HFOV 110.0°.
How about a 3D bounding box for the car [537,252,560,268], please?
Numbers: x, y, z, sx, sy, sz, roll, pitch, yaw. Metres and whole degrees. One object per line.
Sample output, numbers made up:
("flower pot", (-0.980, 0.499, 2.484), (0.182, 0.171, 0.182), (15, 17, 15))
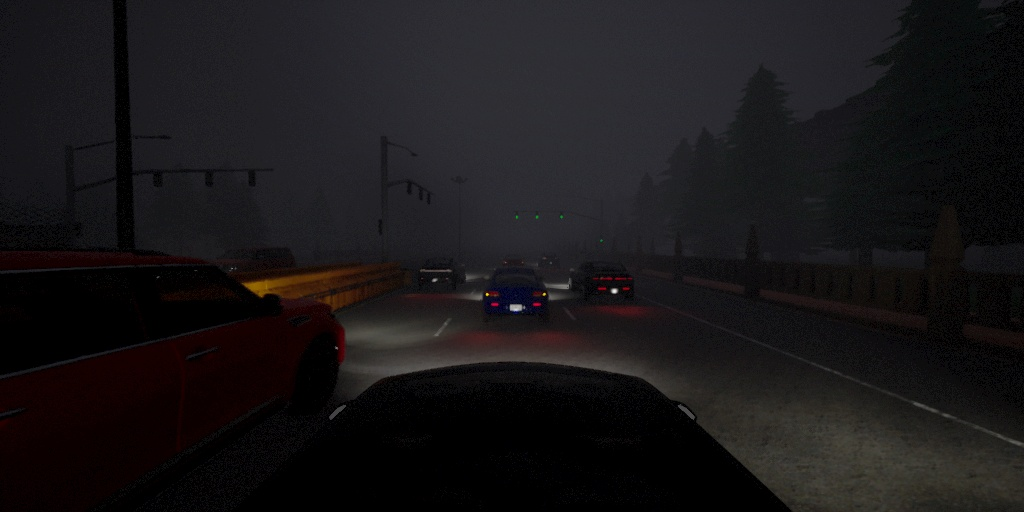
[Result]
("car", (3.606, 0.365, 35.599), (2.128, 1.511, 4.902), (0, 1, 0))

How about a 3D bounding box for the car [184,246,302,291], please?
("car", (-14.002, 0.513, 19.291), (2.150, 2.045, 5.566), (0, 1, 0))

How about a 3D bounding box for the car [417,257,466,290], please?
("car", (-3.504, 0.810, 18.375), (2.128, 1.511, 4.902), (0, 1, -2))

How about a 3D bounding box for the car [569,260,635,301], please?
("car", (3.602, 0.910, 15.011), (1.837, 1.490, 4.892), (0, 1, 0))

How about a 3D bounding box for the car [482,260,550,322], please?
("car", (0.099, 1.033, 11.078), (1.812, 1.442, 4.674), (0, 2, 0))

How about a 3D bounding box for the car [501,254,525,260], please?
("car", (0.105, 0.555, 29.537), (1.812, 1.442, 4.674), (0, 2, 0))

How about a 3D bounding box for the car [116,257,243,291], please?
("car", (-17.510, 0.839, 19.408), (2.033, 1.411, 5.357), (0, 1, -3))

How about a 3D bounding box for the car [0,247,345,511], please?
("car", (-3.400, 0.949, 2.641), (2.150, 2.045, 5.566), (0, 2, 0))
